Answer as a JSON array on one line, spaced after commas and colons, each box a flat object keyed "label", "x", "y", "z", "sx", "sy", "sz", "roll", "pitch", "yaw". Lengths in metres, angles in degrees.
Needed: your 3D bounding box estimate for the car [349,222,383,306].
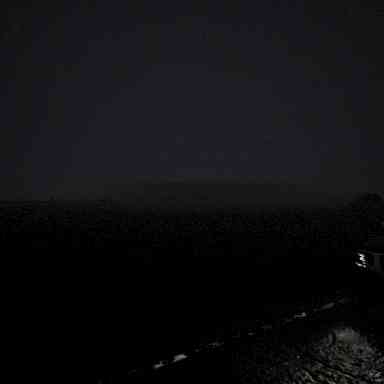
[{"label": "car", "x": 5.587, "y": 1.220, "z": 6.928, "sx": 5.566, "sy": 2.045, "sz": 2.150, "roll": 0, "pitch": 0, "yaw": -35}]
